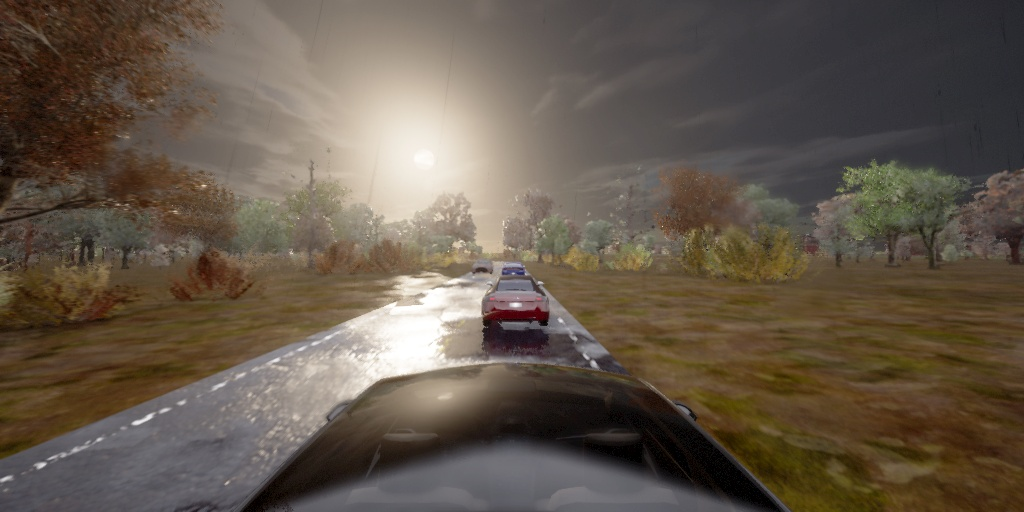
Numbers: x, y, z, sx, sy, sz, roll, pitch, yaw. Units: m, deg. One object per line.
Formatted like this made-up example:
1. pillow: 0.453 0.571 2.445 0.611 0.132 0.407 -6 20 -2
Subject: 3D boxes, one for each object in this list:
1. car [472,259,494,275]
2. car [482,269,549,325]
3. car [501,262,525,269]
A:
1. car: -3.086 1.093 38.528 2.097 1.767 4.553 0 0 0
2. car: 0.101 1.314 11.854 1.994 1.385 4.181 0 0 0
3. car: 0.104 1.223 30.532 1.882 1.535 5.008 0 0 0
